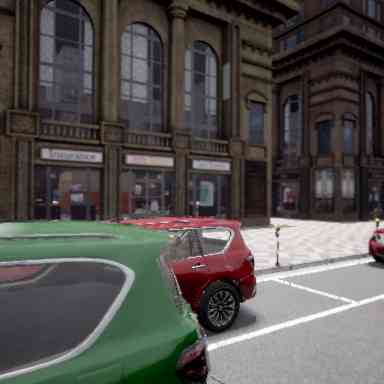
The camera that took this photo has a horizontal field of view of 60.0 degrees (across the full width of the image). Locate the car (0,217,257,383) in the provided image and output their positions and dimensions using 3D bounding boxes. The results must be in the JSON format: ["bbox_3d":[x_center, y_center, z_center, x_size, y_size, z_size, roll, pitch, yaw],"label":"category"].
[{"bbox_3d":[-2.480,1.236,1.581,5.566,2.045,2.150,1,-1,-32],"label":"car"}]

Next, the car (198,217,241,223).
[{"bbox_3d":[-1.152,1.392,5.574,5.009,1.841,2.192,1,-1,-32],"label":"car"}]

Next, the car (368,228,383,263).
[{"bbox_3d":[8.303,1.516,11.582,5.009,1.841,2.192,1,-1,-32],"label":"car"}]
